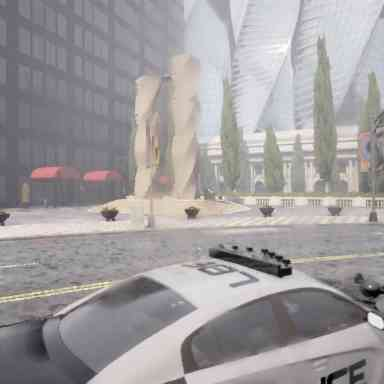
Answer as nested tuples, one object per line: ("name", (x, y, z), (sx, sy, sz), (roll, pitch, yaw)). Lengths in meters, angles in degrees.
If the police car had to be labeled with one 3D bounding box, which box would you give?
("police car", (0.697, 1.424, 3.495), (5.238, 1.638, 1.930), (0, 0, -31))
